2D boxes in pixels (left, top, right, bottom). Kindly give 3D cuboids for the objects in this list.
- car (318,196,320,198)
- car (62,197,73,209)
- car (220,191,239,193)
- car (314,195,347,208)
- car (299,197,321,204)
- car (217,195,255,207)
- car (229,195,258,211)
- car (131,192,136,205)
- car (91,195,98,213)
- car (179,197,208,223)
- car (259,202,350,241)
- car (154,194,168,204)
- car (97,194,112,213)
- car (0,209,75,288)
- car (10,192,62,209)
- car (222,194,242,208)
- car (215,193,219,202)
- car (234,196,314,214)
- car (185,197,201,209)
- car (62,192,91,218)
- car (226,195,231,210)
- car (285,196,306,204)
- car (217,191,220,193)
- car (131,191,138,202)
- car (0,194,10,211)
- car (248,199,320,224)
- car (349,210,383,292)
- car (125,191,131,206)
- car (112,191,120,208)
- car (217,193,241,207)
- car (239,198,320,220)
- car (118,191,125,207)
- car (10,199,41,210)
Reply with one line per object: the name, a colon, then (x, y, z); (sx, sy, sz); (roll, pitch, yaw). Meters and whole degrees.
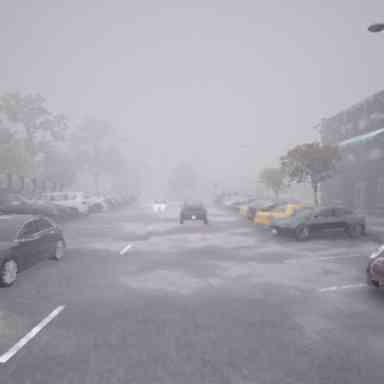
car: (22.488, 1.886, 61.243); (1.946, 1.575, 5.366); (2, 1, -21)
car: (-10.923, 1.336, 22.723); (4.892, 1.521, 2.231); (-1, 1, -20)
car: (6.049, 1.097, 39.614); (4.553, 1.767, 2.185); (1, 1, -20)
car: (25.467, 1.739, 61.417); (2.435, 2.045, 5.566); (2, 1, -21)
car: (28.123, 1.982, 79.611); (2.231, 1.521, 4.892); (2, 0, -21)
car: (6.019, 1.222, 45.524); (4.674, 1.452, 2.002); (1, 0, -20)
car: (6.008, 1.301, 27.780); (5.008, 1.535, 2.097); (1, 1, -20)
car: (-10.935, 1.174, 46.909); (4.892, 1.521, 2.231); (-1, 0, -20)
car: (-10.906, 1.323, 28.787); (4.792, 1.488, 2.163); (-1, 0, -20)
car: (0.108, 1.348, 23.875); (1.837, 1.490, 4.892); (0, 1, 0)
car: (5.982, 1.410, 15.920); (4.792, 1.488, 2.163); (1, 1, -20)
car: (-4.978, 1.156, 53.694); (2.128, 1.511, 4.902); (0, 0, 0)
car: (-10.911, 1.022, 31.809); (5.566, 2.045, 2.435); (-1, 0, -20)
car: (-5.096, 1.444, 9.146); (1.837, 1.490, 4.892); (0, 0, 0)
car: (-10.909, 1.103, 19.714); (5.566, 2.045, 2.435); (-1, 0, -20)
car: (6.016, 1.263, 33.695); (4.892, 1.521, 2.231); (1, 1, -20)
car: (6.023, 1.203, 42.566); (4.892, 1.521, 2.231); (1, 1, -20)
car: (6.180, 1.320, 24.883); (5.366, 1.575, 1.946); (1, 0, -20)
car: (0.117, 1.320, 41.997); (1.895, 1.301, 4.718); (0, 0, 0)
car: (-10.969, 1.064, 25.742); (5.566, 2.045, 2.435); (-1, 1, -20)
car: (6.036, 1.311, 30.746); (4.792, 1.488, 2.163); (1, 0, -20)
car: (24.730, 1.878, 79.580); (2.231, 1.521, 4.892); (2, -1, -21)
car: (6.046, 0.912, 48.498); (5.566, 2.045, 2.435); (1, 0, -20)
car: (-10.952, 0.902, 49.911); (5.566, 2.045, 2.435); (-1, 1, -20)
car: (-10.970, 1.145, 13.652); (5.566, 2.045, 2.435); (-1, 1, -20)
car: (6.177, 1.360, 18.966); (5.366, 1.575, 1.946); (1, 0, -20)
car: (6.034, 1.315, 7.068); (4.553, 1.767, 2.185); (1, 1, -20)
car: (-10.901, 1.067, 43.894); (4.553, 1.767, 2.185); (-1, 1, -20)
car: (-10.958, 1.109, 37.829); (4.553, 1.767, 2.185); (-1, 0, -20)
car: (5.845, 1.237, 36.578); (5.366, 1.575, 1.946); (1, 1, -20)
car: (6.008, 1.341, 21.850); (5.008, 1.535, 2.097); (1, 0, -20)
car: (-10.963, 1.088, 40.856); (4.553, 1.767, 2.185); (-1, 0, -20)
car: (-10.765, 1.370, 16.753); (5.366, 1.575, 1.946); (-1, 0, -20)
